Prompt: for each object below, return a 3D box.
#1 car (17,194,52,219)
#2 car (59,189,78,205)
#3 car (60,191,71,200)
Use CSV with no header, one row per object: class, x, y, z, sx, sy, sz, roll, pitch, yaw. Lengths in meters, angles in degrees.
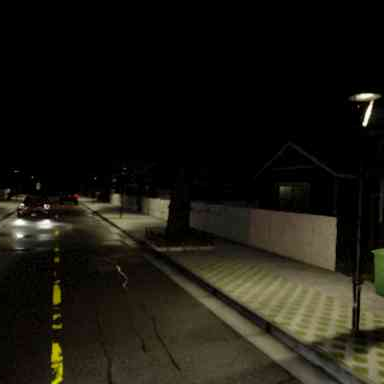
car,-11.439,0.942,24.401,2.097,1.767,4.553,2,0,-22
car,-16.757,0.629,45.358,2.150,2.045,5.566,2,0,-22
car,-23.379,0.661,61.519,1.837,1.490,4.892,2,0,-22
